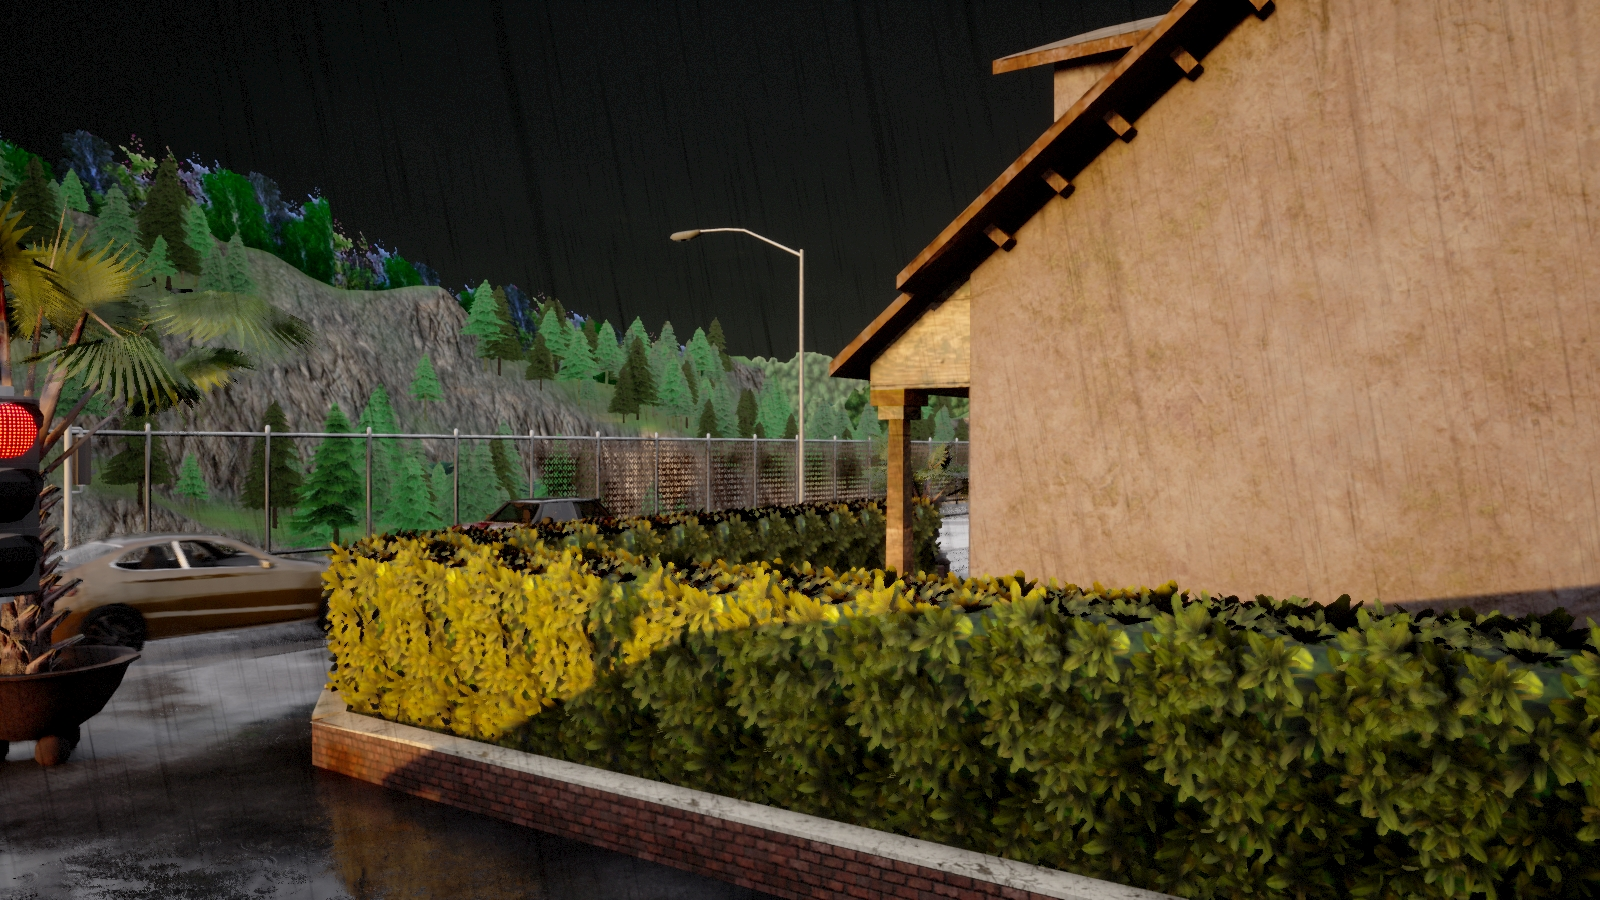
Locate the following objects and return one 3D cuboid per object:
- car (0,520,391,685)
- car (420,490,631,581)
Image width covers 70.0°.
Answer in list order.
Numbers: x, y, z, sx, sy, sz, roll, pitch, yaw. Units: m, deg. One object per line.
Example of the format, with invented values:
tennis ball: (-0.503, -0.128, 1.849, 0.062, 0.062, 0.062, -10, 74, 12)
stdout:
car: (-8.707, 1.992, 16.379, 2.152, 1.651, 5.027, 0, 0, 35)
car: (-6.312, 1.906, 26.765, 2.097, 1.767, 4.553, 0, 0, 35)
